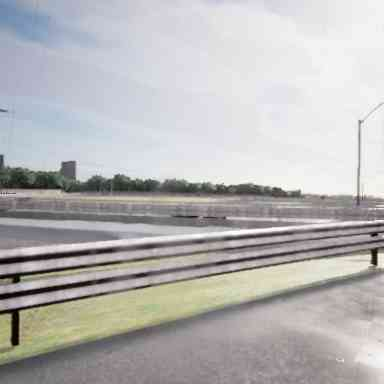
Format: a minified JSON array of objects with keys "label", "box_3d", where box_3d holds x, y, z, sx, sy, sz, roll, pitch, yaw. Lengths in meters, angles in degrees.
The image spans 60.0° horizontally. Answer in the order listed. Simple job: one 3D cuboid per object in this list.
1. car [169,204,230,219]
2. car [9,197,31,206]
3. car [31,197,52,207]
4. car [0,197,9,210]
[{"label":"car","box_3d":[0.688,1.620,26.262,4.718,1.301,1.895,1,0,13]},{"label":"car","box_3d":[-21.325,1.237,37.796,5.357,1.411,2.033,1,0,26]},{"label":"car","box_3d":[-19.737,1.292,40.914,5.357,1.411,2.033,1,0,26]},{"label":"car","box_3d":[-21.355,0.828,33.878,4.553,1.767,2.097,1,0,26]}]
